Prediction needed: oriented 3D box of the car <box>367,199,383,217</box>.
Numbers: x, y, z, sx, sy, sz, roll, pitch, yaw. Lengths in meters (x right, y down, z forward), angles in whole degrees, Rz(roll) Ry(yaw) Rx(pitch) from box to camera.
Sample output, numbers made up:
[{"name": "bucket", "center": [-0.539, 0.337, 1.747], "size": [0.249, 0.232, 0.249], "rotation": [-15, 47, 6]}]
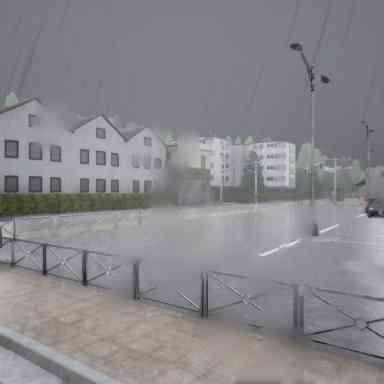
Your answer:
[{"name": "car", "center": [15.439, 1.298, 26.800], "size": [2.007, 1.523, 4.514], "rotation": [0, 0, 35]}]
